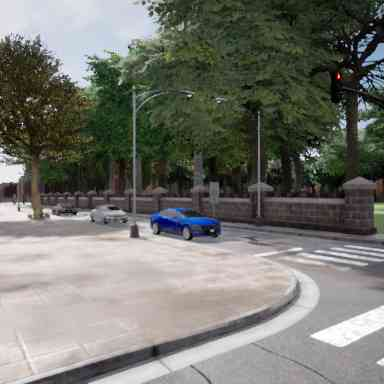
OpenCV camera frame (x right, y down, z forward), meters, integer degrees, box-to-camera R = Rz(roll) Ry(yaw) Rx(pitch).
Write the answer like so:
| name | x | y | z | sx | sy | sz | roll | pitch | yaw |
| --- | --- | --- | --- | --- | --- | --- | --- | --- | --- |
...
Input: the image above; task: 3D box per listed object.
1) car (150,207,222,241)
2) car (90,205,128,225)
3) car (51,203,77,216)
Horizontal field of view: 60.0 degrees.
| name | x | y | z | sx | sy | sz | roll | pitch | yaw |
| --- | --- | --- | --- | --- | --- | --- | --- | --- | --- |
| car | -0.471 | 1.613 | 18.034 | 1.882 | 1.535 | 5.008 | 0 | 0 | -36 |
| car | -6.803 | 1.768 | 26.910 | 1.812 | 1.442 | 4.674 | 0 | -1 | -35 |
| car | -14.564 | 1.955 | 37.823 | 1.994 | 1.385 | 4.181 | 0 | 0 | -35 |
